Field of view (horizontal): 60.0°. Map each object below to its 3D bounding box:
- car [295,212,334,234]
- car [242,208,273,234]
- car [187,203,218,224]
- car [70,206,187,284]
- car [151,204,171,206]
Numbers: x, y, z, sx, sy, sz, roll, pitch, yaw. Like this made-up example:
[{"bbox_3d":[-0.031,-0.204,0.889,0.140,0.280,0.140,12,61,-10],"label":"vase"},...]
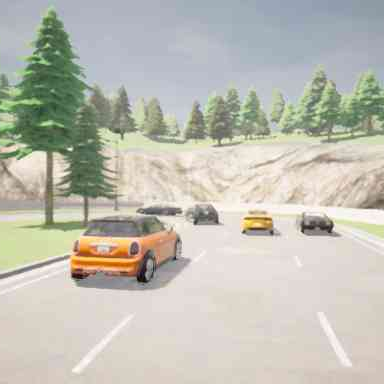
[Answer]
[{"bbox_3d":[7.938,1.940,22.043,1.895,1.301,4.718,0,-1,11],"label":"car"},{"bbox_3d":[4.317,1.795,21.961,1.882,1.535,5.008,0,-1,11],"label":"car"},{"bbox_3d":[0.753,1.738,28.605,2.097,1.767,4.553,0,-1,-11],"label":"car"},{"bbox_3d":[-1.769,1.481,10.341,2.097,1.767,4.553,0,-1,12],"label":"car"},{"bbox_3d":[-3.767,2.033,38.011,5.357,1.411,2.033,0,-1,22],"label":"car"}]
